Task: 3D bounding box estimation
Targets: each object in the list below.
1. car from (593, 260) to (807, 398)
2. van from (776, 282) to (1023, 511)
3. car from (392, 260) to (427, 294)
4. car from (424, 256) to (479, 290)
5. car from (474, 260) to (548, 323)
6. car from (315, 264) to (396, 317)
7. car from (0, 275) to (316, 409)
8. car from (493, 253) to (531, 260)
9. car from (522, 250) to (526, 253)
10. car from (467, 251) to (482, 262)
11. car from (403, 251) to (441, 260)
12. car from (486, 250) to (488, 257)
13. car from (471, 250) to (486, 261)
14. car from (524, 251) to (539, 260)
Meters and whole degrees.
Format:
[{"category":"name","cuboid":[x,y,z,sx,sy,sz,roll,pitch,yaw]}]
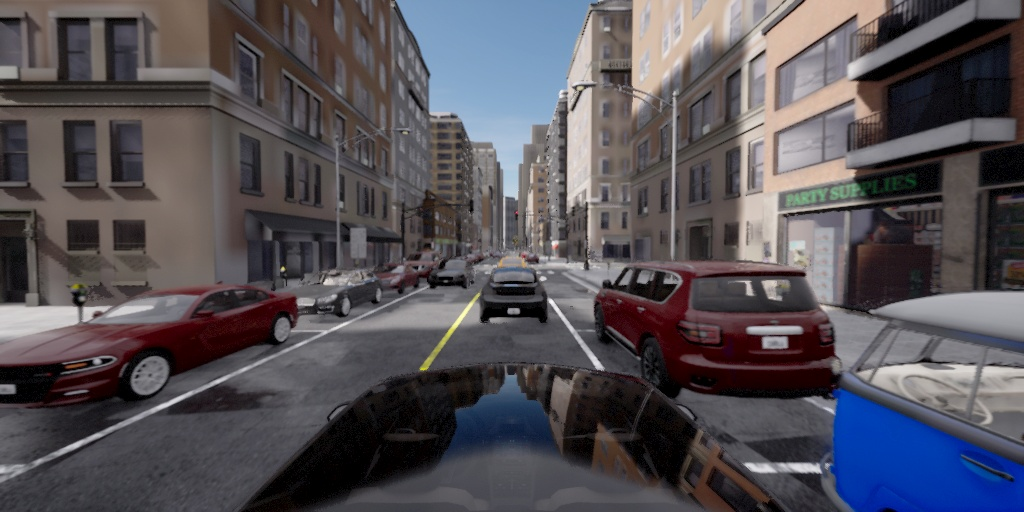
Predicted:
[{"category":"car","cuboid":[2.859,0.969,6.287,2.192,1.841,5.009,0,0,0]},{"category":"van","cuboid":[2.856,1.112,0.704,1.690,1.789,3.998,0,0,0]},{"category":"car","cuboid":[-5.661,1.006,17.432,1.802,1.307,4.207,0,0,0]},{"category":"car","cuboid":[-3.062,0.897,19.066,1.837,1.490,4.892,0,1,0]},{"category":"car","cuboid":[0.054,1.057,11.242,1.837,1.490,4.892,0,1,0]},{"category":"car","cuboid":[-5.663,1.089,11.850,2.007,1.370,4.403,0,0,0]},{"category":"car","cuboid":[-5.666,1.200,6.269,1.888,1.381,4.507,0,0,0]},{"category":"car","cuboid":[0.023,0.797,22.574,1.882,1.535,5.008,0,1,0]},{"category":"car","cuboid":[2.884,0.190,55.763,1.751,1.417,4.829,0,0,0]},{"category":"car","cuboid":[-5.645,0.355,50.008,1.802,1.307,4.207,0,0,0]},{"category":"car","cuboid":[-5.658,0.625,23.014,2.192,1.841,5.009,0,0,0]},{"category":"car","cuboid":[-5.640,0.104,61.135,1.888,1.381,4.507,0,0,0]},{"category":"car","cuboid":[-5.642,-0.020,55.572,2.192,1.841,5.009,0,0,0]},{"category":"car","cuboid":[2.881,0.355,50.031,1.802,1.307,4.207,0,0,0]}]
